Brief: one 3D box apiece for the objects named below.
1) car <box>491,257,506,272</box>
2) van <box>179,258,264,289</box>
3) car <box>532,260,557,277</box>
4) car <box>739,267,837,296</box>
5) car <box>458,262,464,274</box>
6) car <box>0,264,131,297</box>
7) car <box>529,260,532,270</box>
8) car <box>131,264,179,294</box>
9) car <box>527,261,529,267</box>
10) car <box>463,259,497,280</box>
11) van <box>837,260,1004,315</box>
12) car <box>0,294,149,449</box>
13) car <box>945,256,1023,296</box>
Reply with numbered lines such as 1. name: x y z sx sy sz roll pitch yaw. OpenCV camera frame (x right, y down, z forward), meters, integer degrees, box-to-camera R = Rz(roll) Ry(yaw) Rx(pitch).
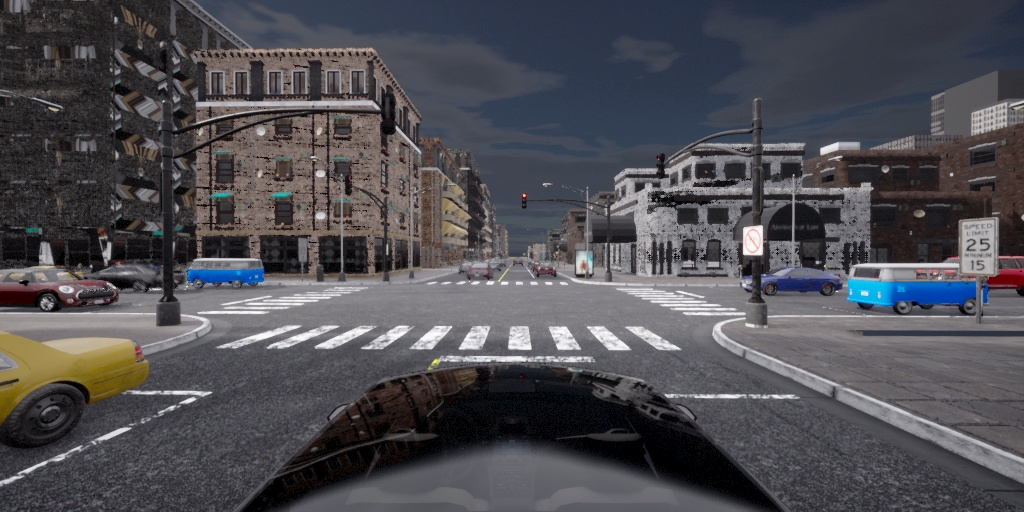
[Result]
1. car: -2.337 1.258 46.720 2.128 1.511 4.902 0 0 1
2. van: -17.430 1.030 21.886 3.998 1.789 1.690 0 0 1
3. car: 3.253 1.195 35.099 1.967 1.591 4.097 0 0 1
4. car: 14.688 1.298 18.982 4.674 1.442 1.812 0 0 2
5. car: -5.031 1.311 40.924 2.007 1.370 4.403 0 0 1
6. car: -17.529 1.190 13.506 4.097 1.591 1.967 0 0 1
7. car: 3.445 1.347 46.491 1.802 1.307 4.207 0 0 1
8. car: -20.543 1.195 19.343 4.902 1.511 2.128 0 0 0
9. car: 3.542 1.321 52.187 2.007 1.370 4.403 0 0 1
10. car: -2.669 1.279 30.996 1.812 1.442 4.674 0 0 3
11. van: 14.849 1.156 13.198 3.998 1.789 1.690 0 0 1
12. car: -5.681 1.275 2.609 1.751 1.417 4.829 0 0 1
13. car: 24.350 1.019 18.891 5.566 2.045 2.150 0 0 0
